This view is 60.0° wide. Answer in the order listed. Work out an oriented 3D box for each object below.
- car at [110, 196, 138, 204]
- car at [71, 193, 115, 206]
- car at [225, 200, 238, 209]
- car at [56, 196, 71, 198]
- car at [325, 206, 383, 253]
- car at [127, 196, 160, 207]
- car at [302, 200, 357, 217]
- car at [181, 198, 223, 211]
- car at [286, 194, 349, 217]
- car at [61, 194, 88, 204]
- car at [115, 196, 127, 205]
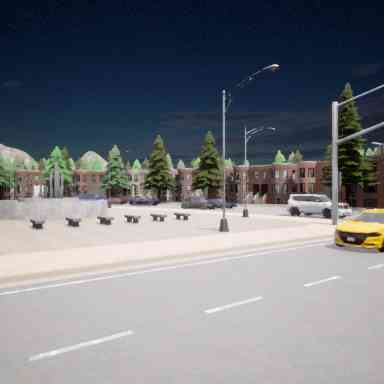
[{"bbox_3d":[-12.736,1.505,62.058,4.892,1.490,1.837,0,0,18],"label":"car"},{"bbox_3d":[-15.497,1.225,52.104,5.566,2.045,2.150,0,0,18],"label":"car"},{"bbox_3d":[3.451,1.548,44.211,5.357,1.411,2.033,0,0,45],"label":"car"},{"bbox_3d":[-23.818,1.505,60.694,4.892,1.490,1.837,0,0,5],"label":"car"},{"bbox_3d":[7.899,1.477,13.822,5.008,1.535,1.882,0,0,-36],"label":"car"},{"bbox_3d":[-7.395,1.601,52.238,4.718,1.301,1.895,0,0,27],"label":"car"},{"bbox_3d":[13.140,1.526,32.053,1.812,1.442,4.674,0,0,-37],"label":"car"},{"bbox_3d":[0.938,1.547,41.821,5.357,1.411,2.033,0,0,44],"label":"car"},{"bbox_3d":[10.934,1.221,29.164,2.150,2.045,5.566,0,0,-36],"label":"car"},{"bbox_3d":[-22.556,1.352,63.988,4.553,1.767,2.097,0,0,7],"label":"car"},{"bbox_3d":[-14.081,1.564,58.826,4.181,1.385,1.994,0,0,18],"label":"car"}]
